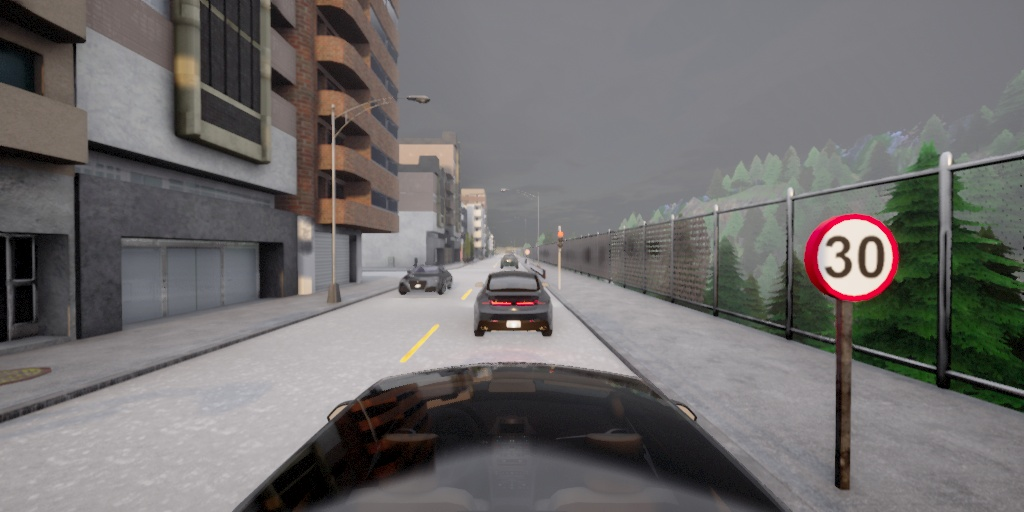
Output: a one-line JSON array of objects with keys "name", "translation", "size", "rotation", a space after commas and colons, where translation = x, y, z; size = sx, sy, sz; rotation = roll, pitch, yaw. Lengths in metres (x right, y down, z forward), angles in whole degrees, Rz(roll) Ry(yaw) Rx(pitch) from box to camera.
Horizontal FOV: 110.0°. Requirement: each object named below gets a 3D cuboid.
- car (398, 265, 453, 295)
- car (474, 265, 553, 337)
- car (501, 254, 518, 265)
[{"name": "car", "translation": [-4.174, 1.123, 17.882], "size": [1.994, 1.385, 4.181], "rotation": [0, 1, 0]}, {"name": "car", "translation": [0.015, 1.157, 9.952], "size": [1.837, 1.490, 4.892], "rotation": [0, 1, 0]}, {"name": "car", "translation": [-0.320, 0.596, 44.373], "size": [2.097, 1.767, 4.553], "rotation": [0, 1, -1]}]
